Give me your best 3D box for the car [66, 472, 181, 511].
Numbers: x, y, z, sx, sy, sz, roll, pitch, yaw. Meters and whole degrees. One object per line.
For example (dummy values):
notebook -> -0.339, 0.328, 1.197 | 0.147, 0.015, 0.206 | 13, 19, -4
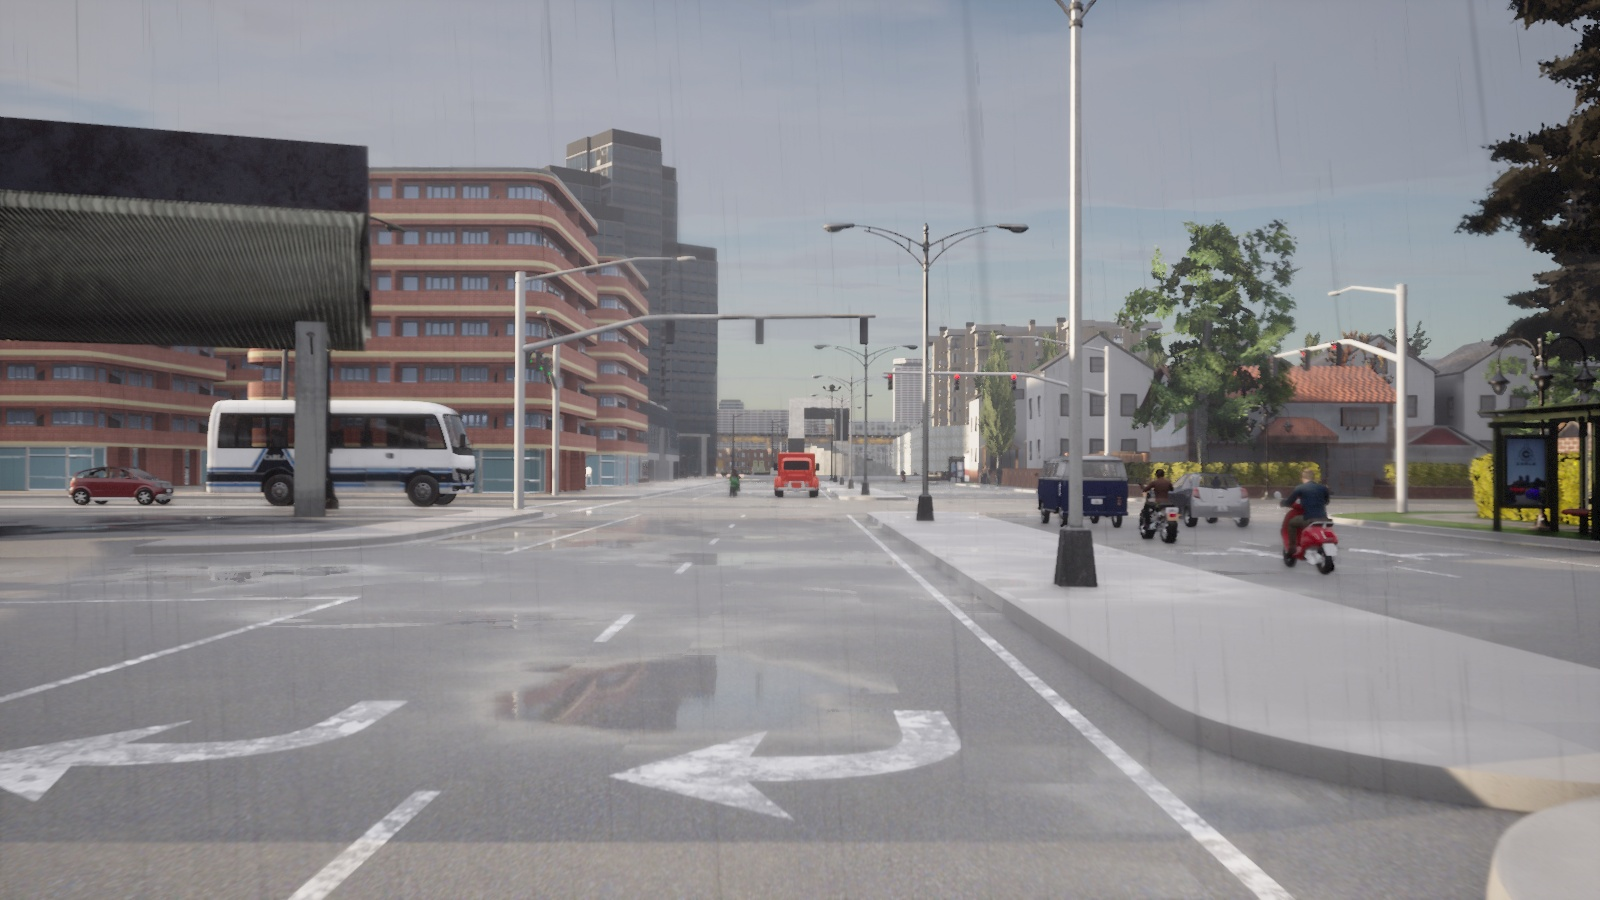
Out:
car -> -27.350, 1.673, 50.838 | 3.705, 1.549, 1.789 | 0, -1, -1

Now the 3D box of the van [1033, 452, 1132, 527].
van -> 7.909, 1.074, 35.541 | 1.775, 1.987, 4.442 | 0, -1, 0

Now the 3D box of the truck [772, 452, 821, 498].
truck -> -0.181, 1.403, 70.858 | 2.627, 2.467, 5.204 | 0, -1, 0

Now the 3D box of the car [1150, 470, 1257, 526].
car -> 11.410, 1.324, 35.766 | 1.845, 1.501, 3.633 | 0, -1, 0

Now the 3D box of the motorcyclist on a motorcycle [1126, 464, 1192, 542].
motorcyclist on a motorcycle -> 7.929, 1.155, 27.870 | 0.766, 1.649, 2.350 | 0, -1, 0

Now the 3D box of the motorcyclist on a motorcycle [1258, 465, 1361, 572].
motorcyclist on a motorcycle -> 7.950, 1.033, 19.682 | 0.866, 1.590, 1.817 | 0, -1, 0

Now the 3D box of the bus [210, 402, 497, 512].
bus -> -17.906, 0.283, 51.038 | 10.273, 4.253, 3.944 | 0, -1, -1
